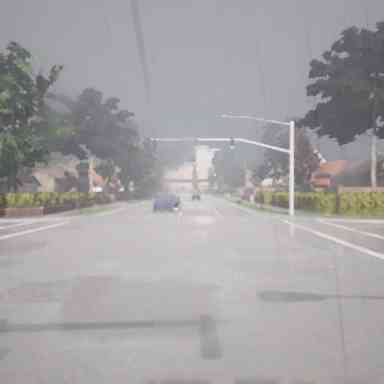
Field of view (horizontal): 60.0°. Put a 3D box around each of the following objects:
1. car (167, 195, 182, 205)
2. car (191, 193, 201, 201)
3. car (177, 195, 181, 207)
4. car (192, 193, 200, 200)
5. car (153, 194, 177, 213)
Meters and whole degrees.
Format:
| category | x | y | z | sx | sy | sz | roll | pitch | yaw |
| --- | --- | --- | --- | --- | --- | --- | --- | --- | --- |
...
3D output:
| category | x | y | z | sx | sy | sz | roll | pitch | yaw |
| --- | --- | --- | --- | --- | --- | --- | --- | --- | --- |
| car | -2.784 | 1.240 | 54.339 | 2.033 | 1.411 | 5.357 | 0 | 0 | 1 |
| car | 0.854 | 1.103 | 70.470 | 1.837 | 1.490 | 4.892 | 0 | 0 | 0 |
| car | -2.868 | 1.102 | 44.004 | 2.097 | 1.767 | 4.553 | 0 | 0 | 0 |
| car | 0.905 | 1.059 | 80.868 | 1.812 | 1.442 | 4.674 | 0 | 0 | 0 |
| car | -2.919 | 1.281 | 34.652 | 1.882 | 1.535 | 5.008 | 0 | 0 | 0 |
